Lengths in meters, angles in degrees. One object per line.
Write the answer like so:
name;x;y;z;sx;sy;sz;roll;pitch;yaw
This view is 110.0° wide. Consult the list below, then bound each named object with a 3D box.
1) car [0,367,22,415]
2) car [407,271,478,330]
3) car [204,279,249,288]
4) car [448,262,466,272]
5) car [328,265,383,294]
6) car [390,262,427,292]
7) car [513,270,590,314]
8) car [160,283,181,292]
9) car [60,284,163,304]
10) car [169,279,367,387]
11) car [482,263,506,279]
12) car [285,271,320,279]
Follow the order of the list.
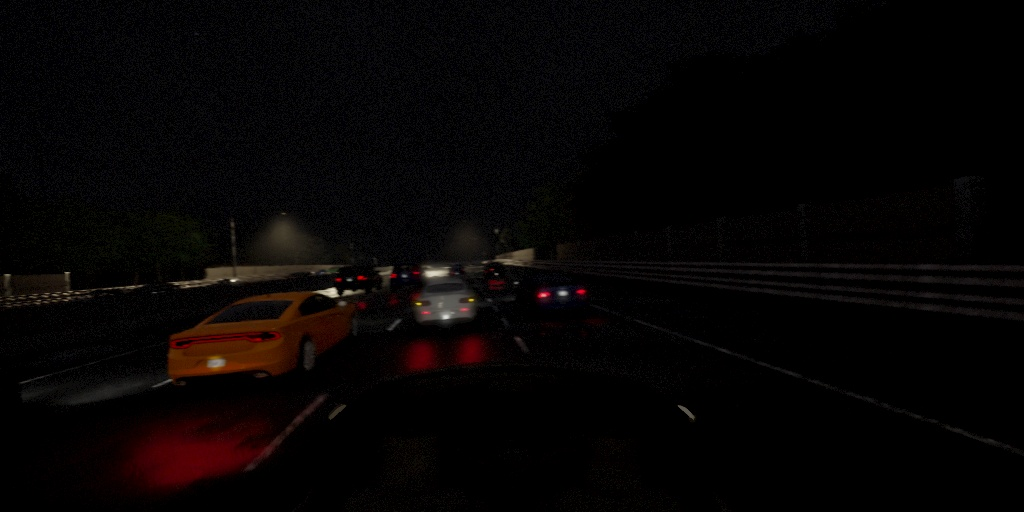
car;-7.824;1.750;3.096;1.837;1.490;4.892;-4;0;-8
car;-2.142;1.433;12.031;1.812;1.442;4.674;-4;0;-8
car;-30.732;3.226;38.770;2.033;1.411;5.357;-4;0;-8
car;-6.170;1.675;40.205;1.812;1.442;4.674;-4;0;-8
car;-11.177;1.705;26.443;2.150;2.045;5.566;-4;0;-8
car;-7.773;1.492;27.314;2.150;2.045;5.566;-4;0;-8
car;1.255;1.245;13.658;2.033;1.411;5.357;-4;0;-8
car;-33.531;3.372;33.526;1.837;1.490;4.892;-4;0;-8
car;-24.828;2.830;21.942;2.128;1.511;4.902;-4;0;-8
car;-5.010;1.557;8.088;1.882;1.535;5.008;-4;0;-8
car;-1.753;1.391;34.683;1.837;1.490;4.892;-4;0;-8
car;-23.885;2.600;40.116;2.097;1.767;4.553;-4;0;-8
